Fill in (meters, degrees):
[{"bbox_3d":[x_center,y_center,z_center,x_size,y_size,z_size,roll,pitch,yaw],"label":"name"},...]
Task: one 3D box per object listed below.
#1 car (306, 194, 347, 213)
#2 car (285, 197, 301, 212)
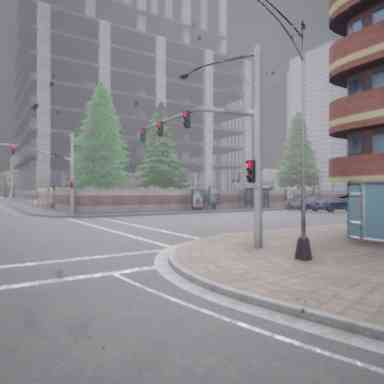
[{"bbox_3d":[15.814,1.272,37.513,5.566,2.045,2.150,0,0,-32],"label":"car"},{"bbox_3d":[13.396,1.403,40.126,4.553,1.767,2.097,0,0,-32],"label":"car"}]
